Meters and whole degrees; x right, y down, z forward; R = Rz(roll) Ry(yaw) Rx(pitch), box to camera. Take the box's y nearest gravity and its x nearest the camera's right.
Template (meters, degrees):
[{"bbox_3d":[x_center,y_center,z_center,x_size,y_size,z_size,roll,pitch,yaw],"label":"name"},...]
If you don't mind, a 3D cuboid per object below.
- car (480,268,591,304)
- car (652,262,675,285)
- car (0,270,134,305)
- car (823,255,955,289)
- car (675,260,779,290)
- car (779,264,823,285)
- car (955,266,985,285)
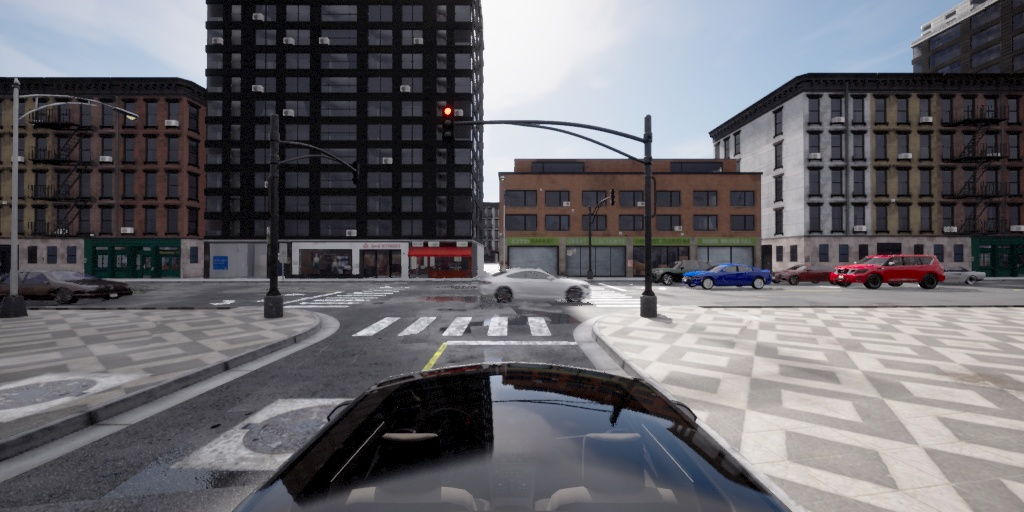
[{"bbox_3d":[0.968,1.231,15.316,4.674,1.442,1.812,0,0,0],"label":"car"},{"bbox_3d":[11.967,1.117,25.302,4.553,1.767,2.097,0,0,0],"label":"car"},{"bbox_3d":[-19.601,1.292,15.251,5.357,1.411,2.033,0,0,0],"label":"car"},{"bbox_3d":[23.031,0.937,22.084,5.566,2.045,2.150,0,0,0],"label":"car"},{"bbox_3d":[13.104,1.213,22.043,5.008,1.535,1.882,0,0,-2],"label":"car"},{"bbox_3d":[20.794,1.273,25.312,4.674,1.442,1.812,0,0,0],"label":"car"},{"bbox_3d":[29.998,1.329,25.345,4.718,1.301,1.895,0,0,0],"label":"car"}]
